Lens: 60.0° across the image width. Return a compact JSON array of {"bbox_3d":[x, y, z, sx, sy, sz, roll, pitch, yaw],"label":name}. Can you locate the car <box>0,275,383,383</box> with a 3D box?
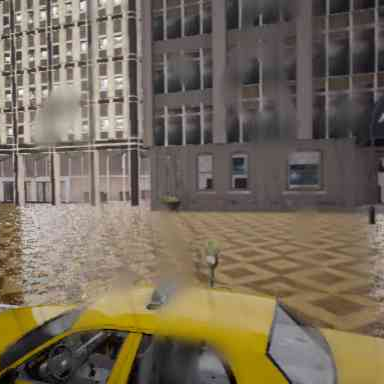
[{"bbox_3d":[-0.456,1.437,2.846,4.829,1.417,1.752,-1,2,18],"label":"car"}]
